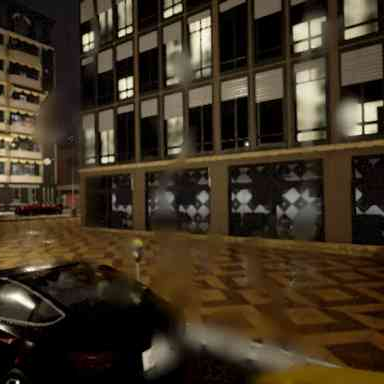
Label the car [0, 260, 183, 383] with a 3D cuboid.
[{"bbox_3d":[-2.037,1.578,4.336,4.313,1.339,1.947,0,-1,35],"label":"car"}]

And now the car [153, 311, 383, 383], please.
[{"bbox_3d":[2.258,1.522,1.283,4.829,1.417,1.752,0,-1,35],"label":"car"}]

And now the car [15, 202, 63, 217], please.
[{"bbox_3d":[-14.156,1.658,30.841,1.802,1.307,4.206,-2,-1,35],"label":"car"}]

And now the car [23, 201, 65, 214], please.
[{"bbox_3d":[-17.799,1.842,40.198,1.947,1.339,4.313,-2,-1,35],"label":"car"}]
